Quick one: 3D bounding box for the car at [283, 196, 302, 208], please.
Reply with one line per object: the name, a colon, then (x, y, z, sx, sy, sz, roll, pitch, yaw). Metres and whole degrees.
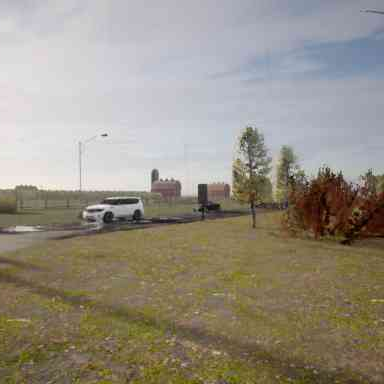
car: (18.685, 1.783, 61.684, 2.150, 2.045, 5.566, -1, -1, 31)

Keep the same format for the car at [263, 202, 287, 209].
car: (13.459, 1.966, 53.157, 1.837, 1.490, 4.892, -1, -1, 32)

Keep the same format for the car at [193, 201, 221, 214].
car: (1.918, 1.873, 41.552, 2.128, 1.511, 4.902, -1, -1, 32)

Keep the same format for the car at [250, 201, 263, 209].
car: (11.406, 2.125, 56.676, 1.994, 1.385, 4.181, -1, -1, 32)

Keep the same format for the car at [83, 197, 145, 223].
car: (-6.443, 1.451, 28.186, 2.150, 2.045, 5.566, -1, -1, 34)
